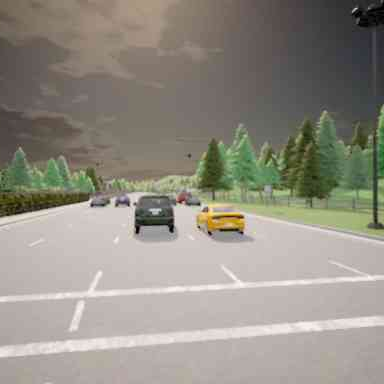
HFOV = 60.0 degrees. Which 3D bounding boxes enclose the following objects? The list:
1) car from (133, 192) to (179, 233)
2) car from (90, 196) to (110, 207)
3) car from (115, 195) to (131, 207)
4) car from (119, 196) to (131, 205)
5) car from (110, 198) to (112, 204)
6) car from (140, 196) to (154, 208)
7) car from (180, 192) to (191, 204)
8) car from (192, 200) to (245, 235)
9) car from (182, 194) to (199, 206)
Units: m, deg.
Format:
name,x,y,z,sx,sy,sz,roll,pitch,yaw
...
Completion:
name,x,y,z,sx,sy,sz,roll,pitch,yaw
car,-2.281,1.179,19.779,2.150,2.045,5.566,0,0,-8
car,-13.825,1.518,49.349,1.994,1.385,4.181,0,0,-8
car,-10.406,1.279,50.141,2.097,1.767,4.553,0,0,-8
car,-11.832,1.437,58.940,1.812,1.442,4.674,0,0,-9
car,-15.249,1.444,58.132,1.837,1.490,4.892,0,0,-9
car,-6.599,1.409,48.413,1.837,1.490,4.892,0,0,-9
car,-1.260,1.055,59.233,2.150,2.045,5.566,0,0,-9
car,1.453,1.412,18.413,1.882,1.535,5.008,0,0,-8
car,0.118,1.414,50.137,1.994,1.385,4.181,0,0,-9
